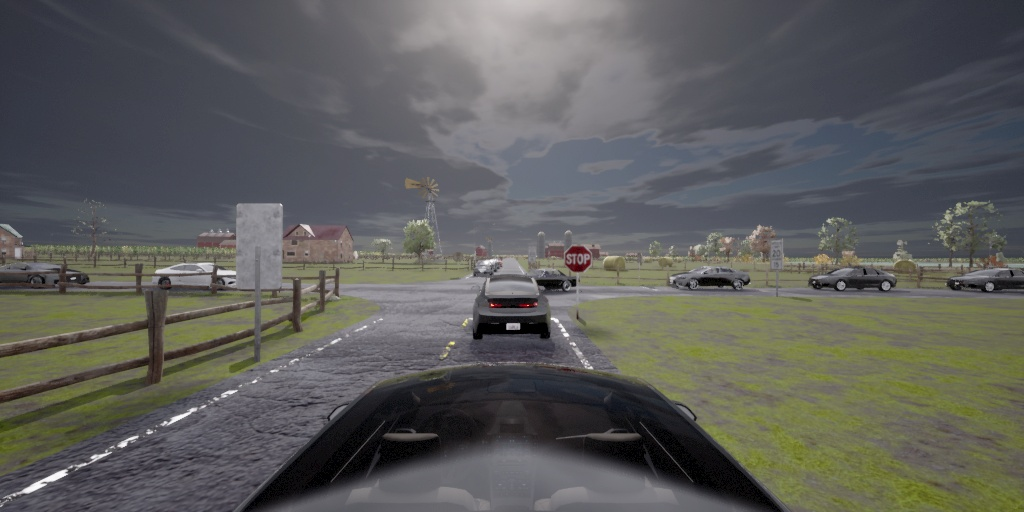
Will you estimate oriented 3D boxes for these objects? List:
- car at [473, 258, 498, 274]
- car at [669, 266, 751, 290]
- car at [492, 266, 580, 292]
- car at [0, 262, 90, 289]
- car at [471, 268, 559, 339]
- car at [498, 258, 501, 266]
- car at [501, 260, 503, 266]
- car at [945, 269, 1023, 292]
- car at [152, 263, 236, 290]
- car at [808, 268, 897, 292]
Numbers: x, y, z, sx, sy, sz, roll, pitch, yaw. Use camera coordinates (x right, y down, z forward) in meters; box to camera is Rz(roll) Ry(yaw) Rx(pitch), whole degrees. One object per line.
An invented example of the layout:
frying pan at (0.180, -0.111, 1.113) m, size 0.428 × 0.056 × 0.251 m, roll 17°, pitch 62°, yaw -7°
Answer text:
car at (-2.861, 1.243, 36.741) m, size 2.128 × 1.511 × 4.902 m, roll 0°, pitch 0°, yaw 0°
car at (12.797, 1.397, 23.329) m, size 4.902 × 1.511 × 2.128 m, roll 1°, pitch -1°, yaw -2°
car at (1.499, 1.369, 20.100) m, size 4.718 × 1.301 × 1.895 m, roll 1°, pitch 0°, yaw -35°
car at (-26.364, 1.048, 19.888) m, size 4.181 × 1.385 × 1.994 m, roll 1°, pitch -1°, yaw -1°
car at (-0.074, 1.256, 10.054) m, size 1.837 × 1.490 × 4.892 m, roll 0°, pitch 0°, yaw -2°
car at (-2.854, 1.241, 46.187) m, size 2.128 × 1.511 × 4.902 m, roll 0°, pitch 0°, yaw 0°
car at (-2.823, 1.240, 55.729) m, size 2.128 × 1.511 × 4.902 m, roll 0°, pitch 0°, yaw 0°
car at (31.702, 1.587, 23.622) m, size 4.892 × 1.490 × 1.837 m, roll 1°, pitch -1°, yaw -1°
car at (-17.244, 1.103, 20.010) m, size 4.674 × 1.442 × 1.812 m, roll 1°, pitch -1°, yaw -1°
car at (22.199, 1.499, 23.501) m, size 4.892 × 1.490 × 1.837 m, roll 1°, pitch -1°, yaw -1°
